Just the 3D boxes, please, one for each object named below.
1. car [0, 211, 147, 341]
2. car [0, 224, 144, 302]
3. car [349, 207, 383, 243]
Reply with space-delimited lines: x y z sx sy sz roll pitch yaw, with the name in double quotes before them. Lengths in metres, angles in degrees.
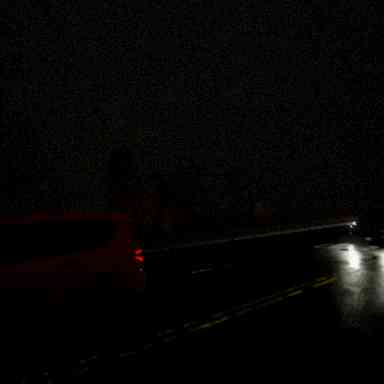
"car" -3.343 1.390 5.259 5.566 2.045 2.150 0 -2 -43
"car" -3.817 1.786 9.143 4.674 1.442 1.812 0 -2 -41
"car" 9.736 1.581 16.759 4.553 1.767 2.097 0 -2 -41
